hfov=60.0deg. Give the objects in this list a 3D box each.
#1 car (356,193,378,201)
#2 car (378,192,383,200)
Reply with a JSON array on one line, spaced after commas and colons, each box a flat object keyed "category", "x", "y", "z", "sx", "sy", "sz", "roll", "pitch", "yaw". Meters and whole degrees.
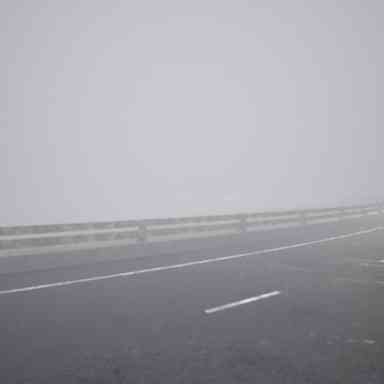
[{"category": "car", "x": 40.998, "y": 1.470, "z": 77.938, "sx": 1.895, "sy": 1.301, "sz": 4.718, "roll": 0, "pitch": 0, "yaw": 6}, {"category": "car", "x": 44.427, "y": 1.123, "z": 77.130, "sx": 2.150, "sy": 2.045, "sz": 5.566, "roll": 0, "pitch": 0, "yaw": 6}]
